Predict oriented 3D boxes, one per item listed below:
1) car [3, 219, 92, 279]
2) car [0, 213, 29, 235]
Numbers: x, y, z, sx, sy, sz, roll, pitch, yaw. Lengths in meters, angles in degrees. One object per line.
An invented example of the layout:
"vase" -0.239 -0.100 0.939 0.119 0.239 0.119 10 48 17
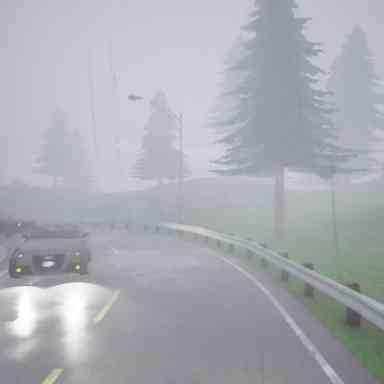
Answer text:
"car" -4.242 1.703 10.544 1.994 1.385 4.181 0 -1 -16
"car" -11.247 1.861 19.275 4.718 1.301 1.895 0 -1 15
